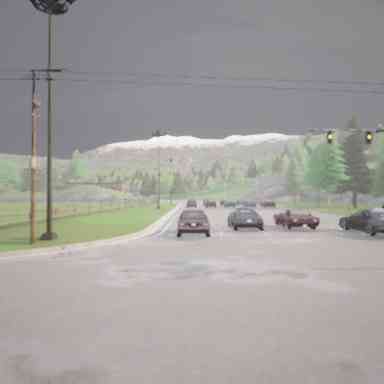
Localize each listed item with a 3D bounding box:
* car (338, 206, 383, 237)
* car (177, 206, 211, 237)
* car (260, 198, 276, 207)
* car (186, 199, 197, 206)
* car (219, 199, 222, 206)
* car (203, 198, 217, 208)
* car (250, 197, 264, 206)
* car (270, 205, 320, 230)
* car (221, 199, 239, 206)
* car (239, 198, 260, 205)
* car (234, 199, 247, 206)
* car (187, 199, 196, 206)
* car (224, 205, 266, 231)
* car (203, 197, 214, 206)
[{"bbox_3d":[10.579,1.754,19.524,2.033,1.411,5.357,0,-1,0],"label":"car"},{"bbox_3d":[0.080,1.754,19.551,2.033,1.411,5.357,0,-1,0],"label":"car"},{"bbox_3d":[13.939,2.122,61.117,1.882,1.535,5.008,0,-1,0],"label":"car"},{"bbox_3d":[-0.060,2.134,60.974,2.128,1.511,4.902,0,-1,0],"label":"car"},{"bbox_3d":[6.929,2.175,71.382,1.882,1.535,5.008,0,-1,0],"label":"car"},{"bbox_3d":[3.440,2.119,60.899,1.882,1.535,5.008,0,-1,0],"label":"car"},{"bbox_3d":[13.929,2.050,71.359,2.097,1.767,4.553,0,-1,0],"label":"car"},{"bbox_3d":[7.077,1.845,23.056,1.895,1.301,4.718,0,-1,0],"label":"car"},{"bbox_3d":[6.939,2.171,61.245,1.812,1.442,4.674,0,-1,0],"label":"car"},{"bbox_3d":[10.440,2.189,60.842,2.033,1.411,5.357,0,-1,0],"label":"car"},{"bbox_3d":[10.429,2.235,71.384,2.033,1.411,5.357,0,-1,0],"label":"car"},{"bbox_3d":[-0.071,2.200,71.375,1.837,1.490,4.892,0,-1,0],"label":"car"},{"bbox_3d":[3.576,1.805,22.794,1.994,1.385,4.181,0,-1,0],"label":"car"},{"bbox_3d":[3.429,2.055,71.350,2.097,1.767,4.553,0,-1,0],"label":"car"}]
